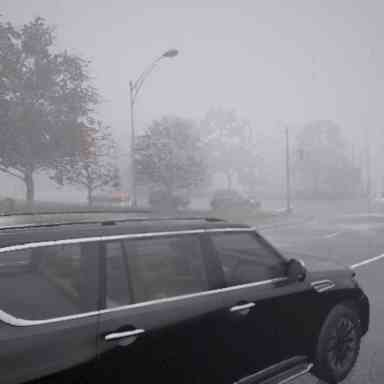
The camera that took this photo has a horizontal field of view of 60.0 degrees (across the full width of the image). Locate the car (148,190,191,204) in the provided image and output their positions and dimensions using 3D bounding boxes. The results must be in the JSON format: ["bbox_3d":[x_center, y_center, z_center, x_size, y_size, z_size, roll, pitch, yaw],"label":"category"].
[{"bbox_3d":[-2.825,0.801,40.813,5.566,2.045,2.150,1,3,33],"label":"car"}]

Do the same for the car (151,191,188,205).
[{"bbox_3d":[-3.089,0.766,45.163,4.553,1.767,2.097,1,3,33],"label":"car"}]

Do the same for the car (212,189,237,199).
[{"bbox_3d":[5.076,0.715,39.854,5.566,2.045,2.150,0,2,33],"label":"car"}]

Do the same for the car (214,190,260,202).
[{"bbox_3d":[5.100,0.971,35.674,4.553,1.767,2.097,0,2,33],"label":"car"}]

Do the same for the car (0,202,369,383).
[{"bbox_3d":[-0.247,1.241,3.764,5.566,2.045,2.150,0,0,-36],"label":"car"}]

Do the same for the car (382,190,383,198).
[{"bbox_3d":[28.950,0.152,48.487,1.994,1.385,4.181,-1,2,32],"label":"car"}]

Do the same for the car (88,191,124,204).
[{"bbox_3d":[-12.439,0.935,47.072,4.718,1.301,1.895,2,3,33],"label":"car"}]

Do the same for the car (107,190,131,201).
[{"bbox_3d":[-11.412,0.524,50.567,4.553,1.767,2.097,2,3,33],"label":"car"}]
